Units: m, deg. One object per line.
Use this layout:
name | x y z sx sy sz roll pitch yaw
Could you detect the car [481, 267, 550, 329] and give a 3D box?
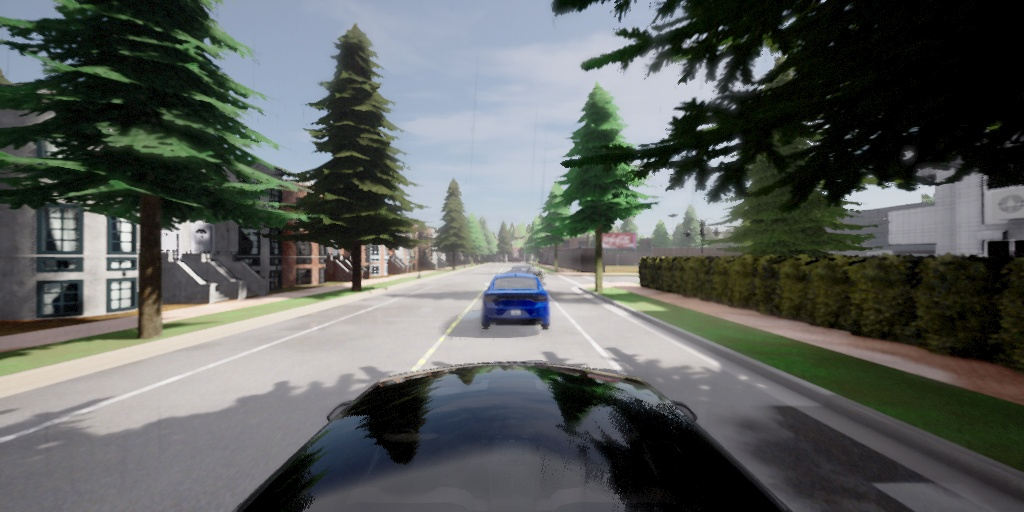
car | 0.105 1.279 11.519 1.882 1.535 5.008 0 0 0
